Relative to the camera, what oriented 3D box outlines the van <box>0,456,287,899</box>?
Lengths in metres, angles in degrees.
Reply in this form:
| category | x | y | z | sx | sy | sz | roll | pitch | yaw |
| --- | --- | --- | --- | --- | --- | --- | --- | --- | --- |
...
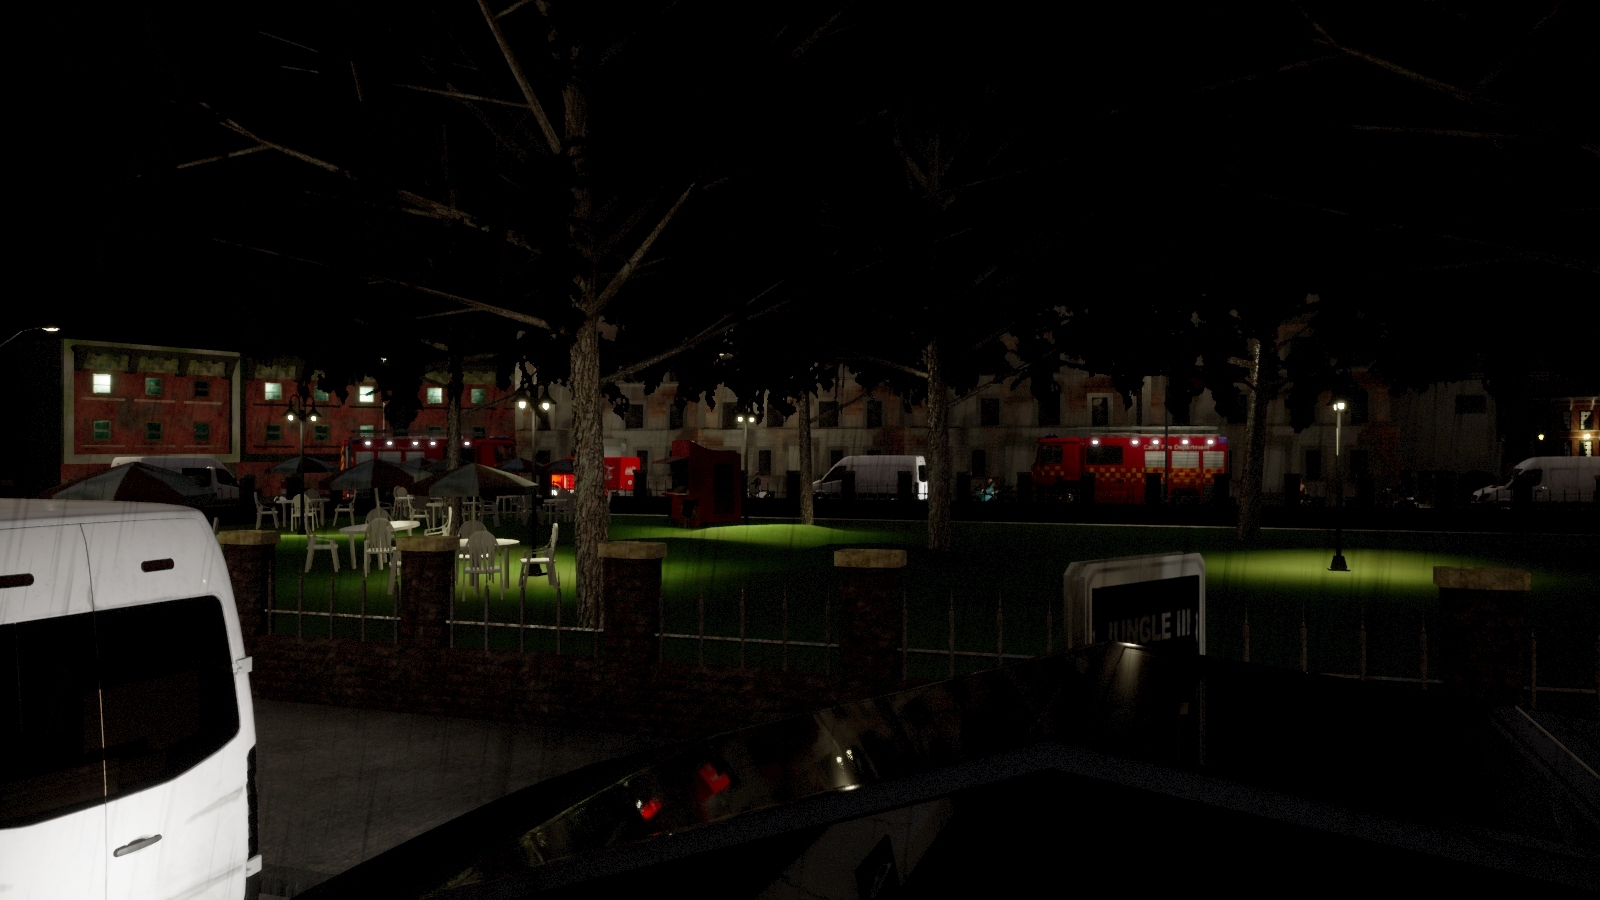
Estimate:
| category | x | y | z | sx | sy | sz | roll | pitch | yaw |
| --- | --- | --- | --- | --- | --- | --- | --- | --- | --- |
| van | -5.749 | 1.318 | 5.932 | 5.915 | 2.561 | 1.988 | 0 | 0 | 20 |

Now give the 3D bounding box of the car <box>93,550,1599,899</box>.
| category | x | y | z | sx | sy | sz | roll | pitch | yaw |
| --- | --- | --- | --- | --- | --- | --- | --- | --- | --- |
| car | 1.308 | 1.534 | 3.365 | 6.274 | 2.098 | 2.390 | 0 | 0 | 20 |
